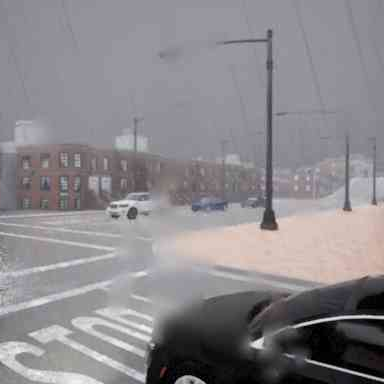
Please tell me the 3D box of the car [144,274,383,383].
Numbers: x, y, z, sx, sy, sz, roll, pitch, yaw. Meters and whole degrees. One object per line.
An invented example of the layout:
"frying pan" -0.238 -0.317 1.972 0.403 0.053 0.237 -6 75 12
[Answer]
"car" 1.749 1.503 2.746 4.892 1.490 1.837 1 1 36

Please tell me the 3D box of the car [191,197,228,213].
"car" 1.866 1.293 34.725 1.882 1.535 5.008 0 0 37

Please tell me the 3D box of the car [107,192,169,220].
"car" -4.164 1.036 26.688 2.150 2.045 5.566 0 0 37

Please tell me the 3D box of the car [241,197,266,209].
"car" 8.049 1.342 42.947 1.812 1.442 4.674 0 0 37
